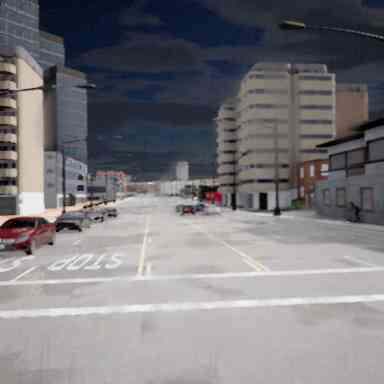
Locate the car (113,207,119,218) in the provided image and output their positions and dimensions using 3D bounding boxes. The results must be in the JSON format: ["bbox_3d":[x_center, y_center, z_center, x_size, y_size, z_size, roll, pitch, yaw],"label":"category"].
[{"bbox_3d":[-10.865,2.727,43.996,1.994,1.385,4.181,-1,-2,-6],"label":"car"}]

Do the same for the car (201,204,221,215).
[{"bbox_3d":[2.895,2.564,47.731,1.812,1.442,4.674,-1,-1,-6],"label":"car"}]

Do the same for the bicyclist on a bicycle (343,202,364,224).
[{"bbox_3d":[11.633,1.508,23.892,1.656,1.620,0.582,-1,-1,-7],"label":"bicyclist on a bicycle"}]

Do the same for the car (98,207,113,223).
[{"bbox_3d":[-9.696,2.341,34.009,2.128,1.511,4.902,-1,-2,-7],"label":"car"}]

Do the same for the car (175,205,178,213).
[{"bbox_3d":[-1.864,2.832,57.526,2.033,1.411,5.357,-1,-1,-7],"label":"car"}]

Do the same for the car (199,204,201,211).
[{"bbox_3d":[1.610,2.765,57.947,1.812,1.442,4.674,-1,-1,-7],"label":"car"}]

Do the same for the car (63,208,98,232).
[{"bbox_3d":[-8.530,2.090,24.248,2.033,1.411,5.357,-1,-2,-7],"label":"car"}]

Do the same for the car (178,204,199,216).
[{"bbox_3d":[-0.595,2.591,47.414,1.837,1.490,4.892,-1,-1,-6],"label":"car"}]

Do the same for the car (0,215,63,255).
[{"bbox_3d":[-7.369,1.825,14.652,1.812,1.442,4.674,-1,-1,-7],"label":"car"}]
